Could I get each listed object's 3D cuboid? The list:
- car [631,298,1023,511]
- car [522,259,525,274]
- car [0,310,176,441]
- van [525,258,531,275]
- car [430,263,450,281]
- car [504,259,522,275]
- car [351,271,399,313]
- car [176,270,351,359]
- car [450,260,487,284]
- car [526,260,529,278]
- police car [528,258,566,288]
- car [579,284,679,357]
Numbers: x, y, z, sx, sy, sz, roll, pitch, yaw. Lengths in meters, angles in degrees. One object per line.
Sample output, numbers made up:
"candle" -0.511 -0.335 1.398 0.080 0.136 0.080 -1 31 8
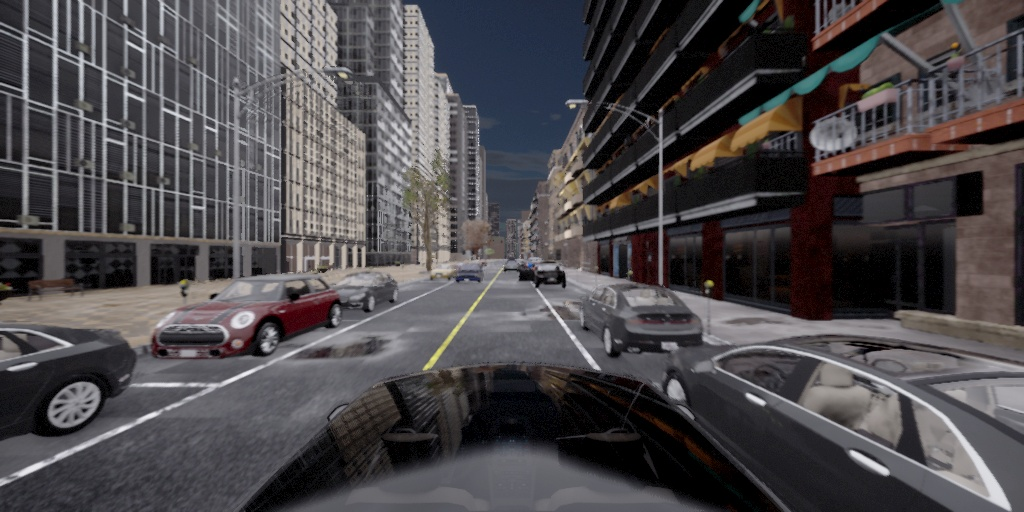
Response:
"car" 2.688 1.300 2.772 2.007 1.370 4.403 0 0 0
"car" 2.670 1.178 47.032 1.967 1.591 4.097 0 0 0
"car" -5.693 1.300 2.769 2.007 1.370 4.403 0 0 0
"van" 2.672 1.078 41.499 1.690 1.789 3.998 0 0 0
"car" -5.704 1.262 30.261 1.751 1.417 4.829 0 0 0
"car" -0.014 1.302 44.562 1.994 1.385 4.181 0 0 1
"car" -5.697 1.292 13.834 2.007 1.370 4.403 0 0 0
"car" -5.695 1.185 8.302 1.967 1.591 4.097 0 0 0
"car" -3.110 1.285 27.434 2.033 1.411 5.357 0 0 0
"car" 2.674 1.319 35.968 1.802 1.307 4.207 0 0 0
"police car" 2.357 1.163 23.681 1.930 1.638 5.238 0 0 0
"car" 2.686 1.296 8.305 2.007 1.370 4.403 0 0 0
